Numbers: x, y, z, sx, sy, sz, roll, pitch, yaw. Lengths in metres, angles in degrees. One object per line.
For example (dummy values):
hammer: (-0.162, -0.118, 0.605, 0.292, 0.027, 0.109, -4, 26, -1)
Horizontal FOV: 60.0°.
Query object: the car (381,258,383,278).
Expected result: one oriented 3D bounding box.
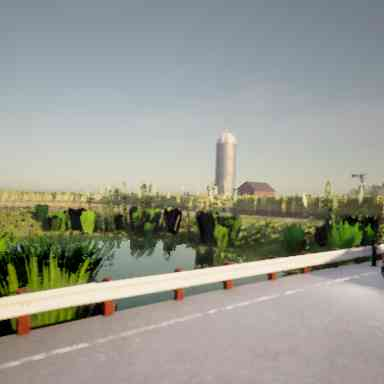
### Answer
car: (6.930, 1.689, 8.880, 4.674, 1.442, 1.812, 2, -1, -35)
